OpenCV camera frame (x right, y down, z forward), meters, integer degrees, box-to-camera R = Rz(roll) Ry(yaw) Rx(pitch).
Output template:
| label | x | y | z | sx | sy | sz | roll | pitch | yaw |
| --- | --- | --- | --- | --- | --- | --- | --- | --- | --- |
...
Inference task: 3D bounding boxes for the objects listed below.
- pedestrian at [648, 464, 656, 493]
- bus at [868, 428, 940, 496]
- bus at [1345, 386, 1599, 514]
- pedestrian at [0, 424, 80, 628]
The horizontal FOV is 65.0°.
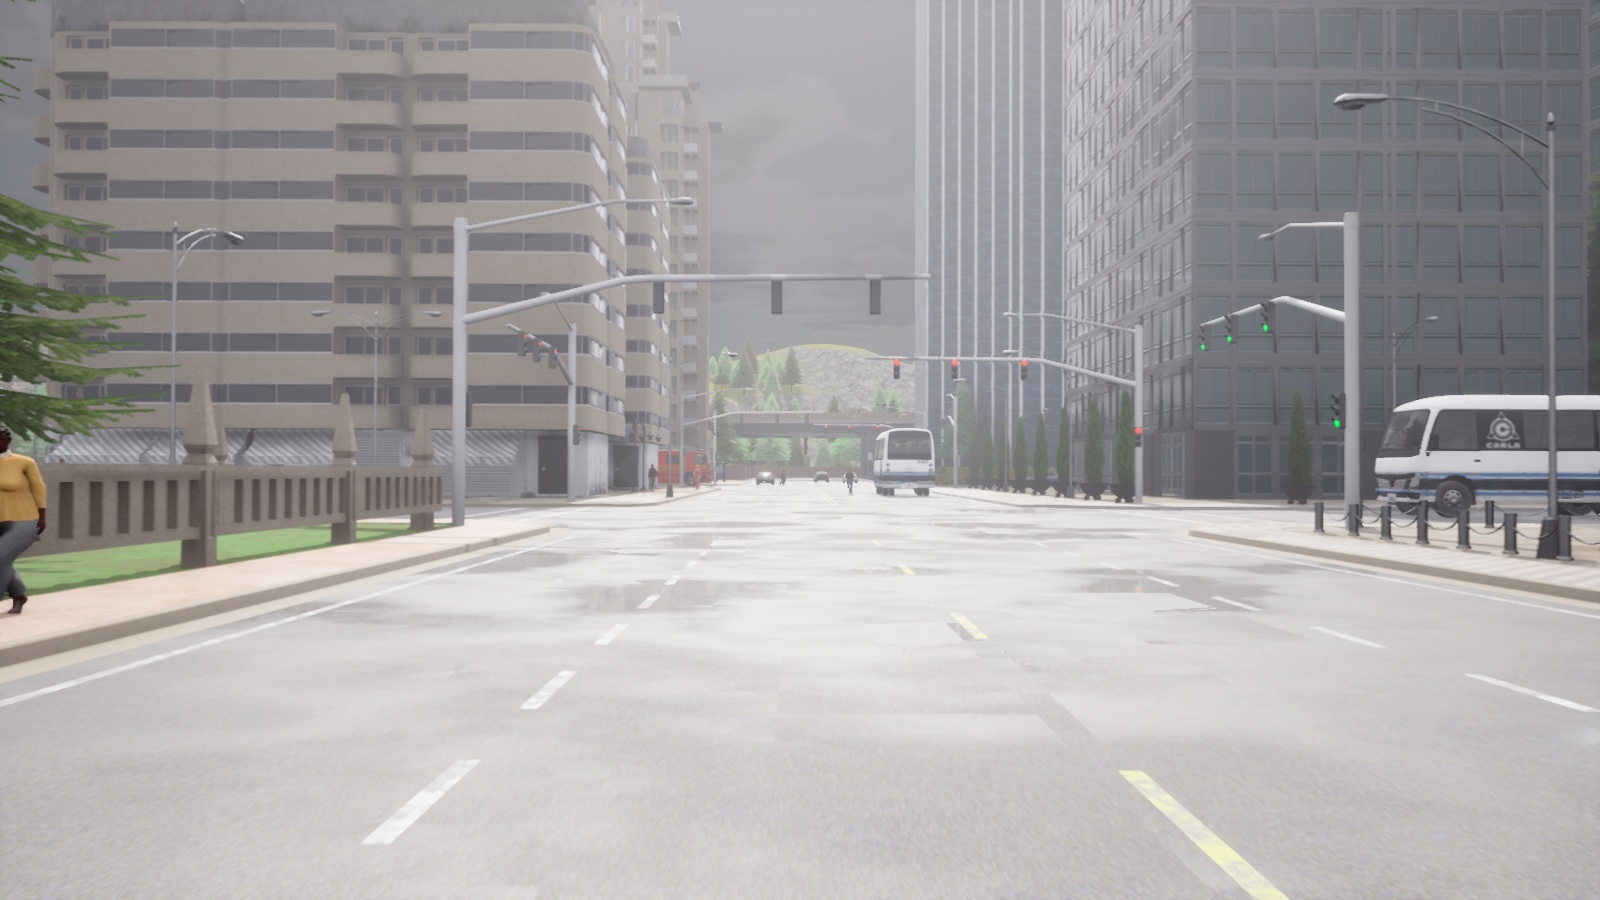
| label | x | y | z | sx | sy | sz | roll | pitch | yaw |
| --- | --- | --- | --- | --- | --- | --- | --- | --- | --- |
| pedestrian | -9.626 | 1.846 | 81.916 | 0.431 | 1.840 | 0.703 | 0 | -1 | 0 |
| bus | 6.795 | 0.813 | 83.736 | 3.944 | 4.253 | 10.273 | 0 | -1 | 0 |
| bus | 25.119 | 0.019 | 44.012 | 10.273 | 4.253 | 3.944 | 0 | -1 | 0 |
| pedestrian | -7.492 | 0.702 | 11.861 | 0.874 | 1.855 | 0.900 | 0 | -1 | -2 |
